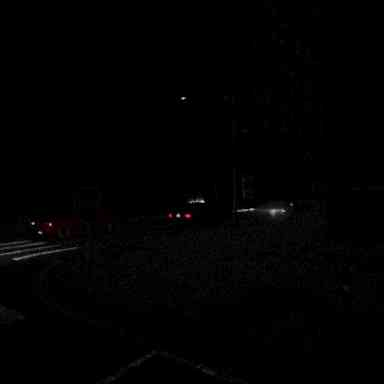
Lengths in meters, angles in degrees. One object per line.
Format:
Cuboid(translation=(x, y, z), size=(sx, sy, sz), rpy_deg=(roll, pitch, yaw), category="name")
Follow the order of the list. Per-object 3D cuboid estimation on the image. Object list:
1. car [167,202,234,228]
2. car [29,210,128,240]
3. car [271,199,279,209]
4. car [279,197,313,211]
Cuboid(translation=(0.703, 1.348, 20.576), size=(2.033, 1.411, 5.357), rpy_deg=(-1, 0, 36), category="car")
Cuboid(translation=(-5.601, 1.514, 16.878), size=(1.895, 1.301, 4.718), rpy_deg=(-1, 0, 36), category="car")
Cuboid(translation=(11.214, 1.299, 40.134), size=(1.895, 1.301, 4.718), rpy_deg=(-1, 0, 36), category="car")
Cuboid(translation=(11.241, 1.233, 35.168), size=(1.994, 1.385, 4.181), rpy_deg=(-1, 0, 36), category="car")
